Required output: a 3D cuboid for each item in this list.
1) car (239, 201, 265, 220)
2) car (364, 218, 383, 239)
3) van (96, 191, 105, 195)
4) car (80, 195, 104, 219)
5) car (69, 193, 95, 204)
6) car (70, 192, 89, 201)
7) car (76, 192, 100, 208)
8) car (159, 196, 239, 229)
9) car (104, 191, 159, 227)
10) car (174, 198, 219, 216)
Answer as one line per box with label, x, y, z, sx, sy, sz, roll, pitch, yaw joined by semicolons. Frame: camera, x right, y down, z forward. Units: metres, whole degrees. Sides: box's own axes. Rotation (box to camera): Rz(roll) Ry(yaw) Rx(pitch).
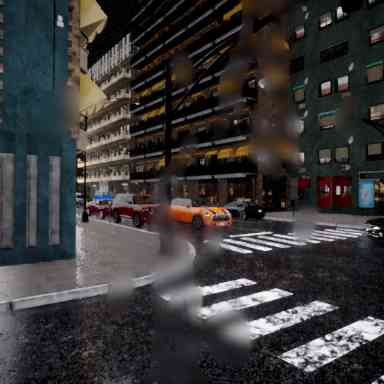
car;3.588;1.353;25.192;1.947;1.339;4.313;2;0;-36
car;10.452;1.507;14.959;4.892;1.490;1.837;1;3;7
van;-12.733;0.727;47.759;1.690;1.788;3.998;2;0;-36
car;-6.489;1.183;24.825;1.887;1.381;4.507;2;0;-36
car;-15.764;0.890;47.427;2.033;1.411;5.357;1;0;-36
car;-19.267;0.770;56.784;1.887;1.381;4.507;2;0;-36
car;-12.355;0.989;37.351;1.812;1.442;4.674;1;1;-36
car;0.294;1.127;19.894;2.097;1.767;4.553;1;0;-37
car;-3.217;1.034;20.312;2.192;1.841;5.009;2;0;-36
car;0.323;1.289;29.705;1.802;1.307;4.206;2;0;-36
